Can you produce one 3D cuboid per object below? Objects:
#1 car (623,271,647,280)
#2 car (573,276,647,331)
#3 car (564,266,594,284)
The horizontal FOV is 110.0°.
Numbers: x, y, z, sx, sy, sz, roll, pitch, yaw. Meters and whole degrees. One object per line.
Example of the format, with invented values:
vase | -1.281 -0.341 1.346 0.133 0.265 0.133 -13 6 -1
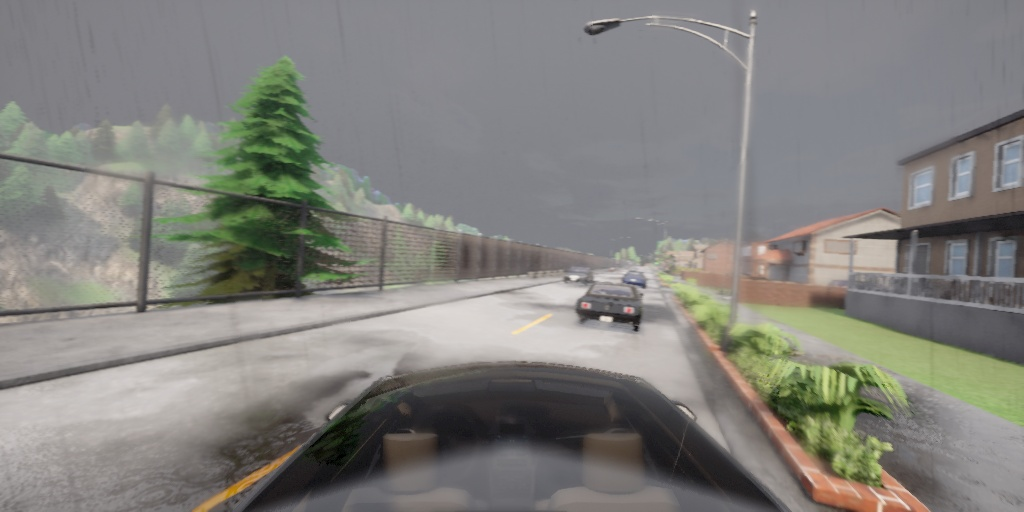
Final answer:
car | 10.756 2.006 31.529 1.994 1.385 4.181 4 0 21
car | 3.523 1.575 12.385 1.895 1.301 4.718 4 0 21
car | 5.632 1.594 29.812 2.128 1.511 4.902 4 0 21
